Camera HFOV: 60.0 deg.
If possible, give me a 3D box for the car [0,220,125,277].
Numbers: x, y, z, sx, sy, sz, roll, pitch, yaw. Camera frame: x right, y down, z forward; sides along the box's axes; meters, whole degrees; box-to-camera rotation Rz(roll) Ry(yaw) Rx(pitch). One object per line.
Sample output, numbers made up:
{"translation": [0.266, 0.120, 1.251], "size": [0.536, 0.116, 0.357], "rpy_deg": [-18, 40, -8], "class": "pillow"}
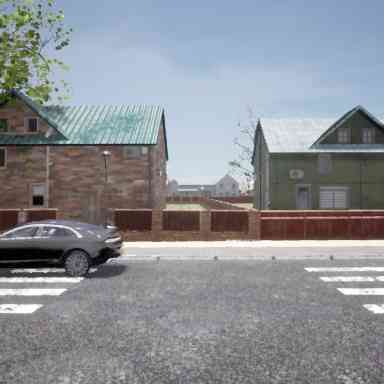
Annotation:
{"translation": [-4.500, 1.618, 9.977], "size": [4.902, 1.511, 2.128], "rpy_deg": [-1, -1, 1], "class": "car"}
